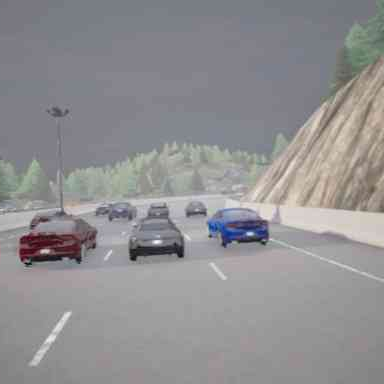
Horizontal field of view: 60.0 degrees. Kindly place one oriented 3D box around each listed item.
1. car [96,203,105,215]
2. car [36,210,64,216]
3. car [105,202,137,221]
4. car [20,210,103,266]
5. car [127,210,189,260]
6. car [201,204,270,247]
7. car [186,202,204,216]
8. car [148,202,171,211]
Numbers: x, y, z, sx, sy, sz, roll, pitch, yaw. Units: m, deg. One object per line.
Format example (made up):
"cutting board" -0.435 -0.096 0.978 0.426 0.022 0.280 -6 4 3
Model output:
"car" -10.237 2.092 40.029 1.812 1.442 4.674 -3 0 0
"car" -9.492 1.990 22.894 1.837 1.490 4.892 -3 0 -5
"car" -6.594 1.735 32.145 2.097 1.767 4.553 -2 0 -2
"car" -4.920 1.731 12.903 1.882 1.535 5.008 -3 0 -7
"car" -1.423 1.665 13.141 1.994 1.385 4.181 -2 0 -7
"car" 1.876 1.439 14.948 1.882 1.535 5.008 -3 0 -7
"car" 0.376 1.644 32.875 1.994 1.385 4.181 -3 0 -2
"car" -3.057 1.717 31.160 2.128 1.511 4.902 -3 0 -3
